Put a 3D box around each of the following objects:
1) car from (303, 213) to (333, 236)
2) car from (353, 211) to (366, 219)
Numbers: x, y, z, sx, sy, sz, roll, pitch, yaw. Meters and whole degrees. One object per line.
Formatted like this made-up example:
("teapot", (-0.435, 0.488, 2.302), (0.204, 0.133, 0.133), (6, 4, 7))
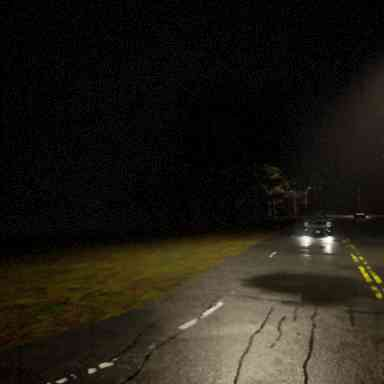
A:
("car", (10.144, 2.501, 26.799), (2.097, 1.767, 4.553), (-2, -3, 21))
("car", (32.796, 4.524, 65.174), (2.128, 1.511, 4.902), (-2, -3, 21))
